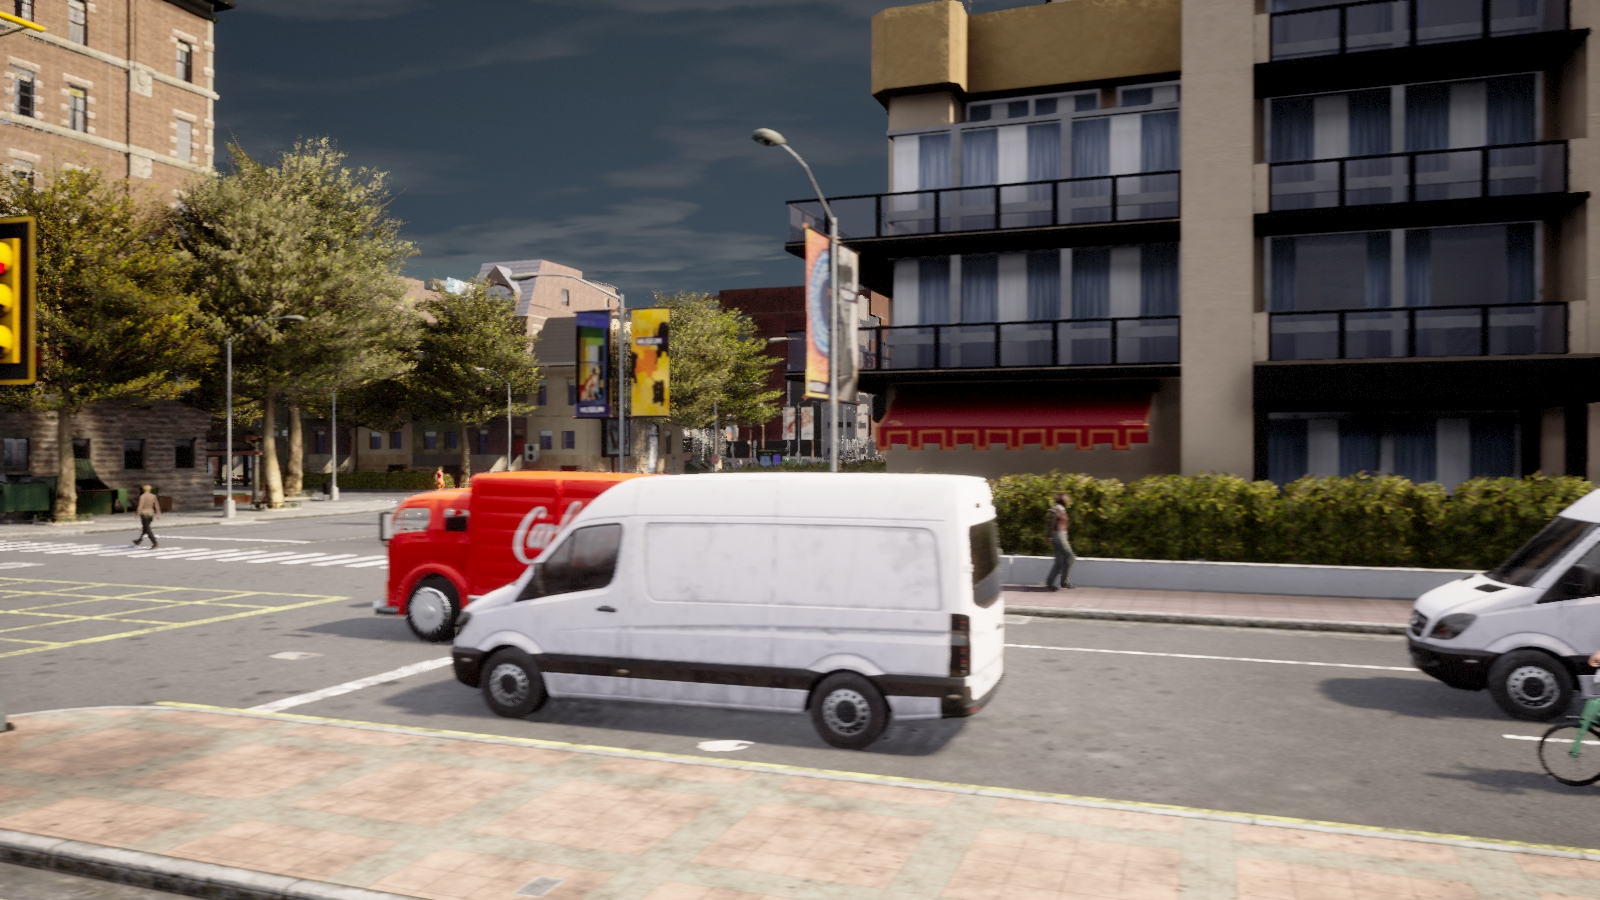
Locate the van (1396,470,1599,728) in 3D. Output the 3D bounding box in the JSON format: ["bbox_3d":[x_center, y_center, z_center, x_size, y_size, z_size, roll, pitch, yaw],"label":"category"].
[{"bbox_3d":[9.707,1.536,11.991,5.915,2.561,1.988,0,0,21],"label":"van"}]

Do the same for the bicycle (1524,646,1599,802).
[{"bbox_3d":[6.885,2.256,9.336,1.487,1.080,0.859,0,0,20],"label":"bicycle"}]

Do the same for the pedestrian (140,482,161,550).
[{"bbox_3d":[-18.025,1.825,31.708,0.375,1.860,0.375,0,0,25],"label":"pedestrian"}]

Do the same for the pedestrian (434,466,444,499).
[{"bbox_3d":[-20.258,1.813,64.106,0.375,1.860,0.375,0,0,17],"label":"pedestrian"}]

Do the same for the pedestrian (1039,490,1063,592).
[{"bbox_3d":[4.686,1.691,21.328,0.375,1.860,0.375,0,0,20],"label":"pedestrian"}]

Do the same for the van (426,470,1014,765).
[{"bbox_3d":[-0.862,1.529,12.131,5.915,2.561,1.988,0,0,19],"label":"van"}]

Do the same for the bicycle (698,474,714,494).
[{"bbox_3d":[-6.022,2.175,72.986,0.373,1.196,1.643,0,1,20],"label":"bicycle"}]

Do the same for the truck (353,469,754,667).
[{"bbox_3d":[-3.600,1.564,16.940,5.204,2.467,2.627,0,0,20],"label":"truck"}]
